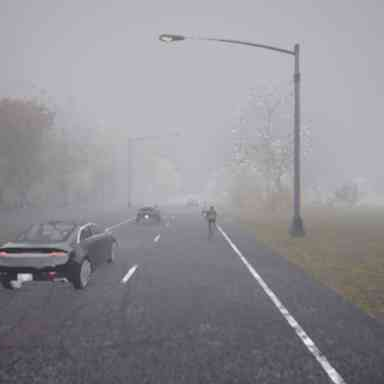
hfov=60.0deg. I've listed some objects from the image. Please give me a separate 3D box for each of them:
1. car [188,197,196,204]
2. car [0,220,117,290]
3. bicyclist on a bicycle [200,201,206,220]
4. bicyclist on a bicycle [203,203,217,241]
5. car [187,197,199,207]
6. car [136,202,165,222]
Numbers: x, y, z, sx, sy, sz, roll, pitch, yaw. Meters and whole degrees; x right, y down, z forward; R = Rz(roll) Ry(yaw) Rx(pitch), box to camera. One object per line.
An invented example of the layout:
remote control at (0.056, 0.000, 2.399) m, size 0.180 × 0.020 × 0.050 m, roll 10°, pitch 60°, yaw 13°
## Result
car at (0.042, 1.824, 73.783) m, size 1.812 × 1.442 × 4.674 m, roll 0°, pitch 0°, yaw 0°
car at (-3.394, 1.528, 9.181) m, size 2.128 × 1.511 × 4.902 m, roll 0°, pitch 0°, yaw 0°
bicyclist on a bicycle at (1.000, 1.541, 26.068) m, size 0.866 × 1.612 × 1.509 m, roll 0°, pitch 0°, yaw 0°
bicyclist on a bicycle at (0.975, 1.518, 16.252) m, size 0.582 × 1.620 × 1.656 m, roll 0°, pitch -1°, yaw 0°
car at (0.130, 1.793, 56.666) m, size 1.994 × 1.385 × 4.181 m, roll 0°, pitch 0°, yaw 0°
car at (-3.387, 1.614, 27.299) m, size 1.837 × 1.490 × 4.892 m, roll 0°, pitch 0°, yaw 0°
